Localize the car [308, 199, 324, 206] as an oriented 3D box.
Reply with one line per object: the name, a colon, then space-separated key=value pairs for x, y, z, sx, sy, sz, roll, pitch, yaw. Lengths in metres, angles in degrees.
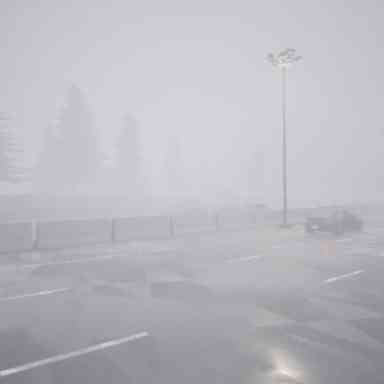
car: x=25.142 y=2.112 z=66.584 sx=1.994 sy=1.385 sz=4.181 roll=-1 pitch=-1 yaw=32

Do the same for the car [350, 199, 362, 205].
car: x=31.018 y=2.024 z=62.772 sx=2.033 sy=1.411 sz=5.357 roll=-1 pitch=-1 yaw=32

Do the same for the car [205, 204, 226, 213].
car: x=3.735 y=1.932 z=34.519 sx=4.181 sy=1.385 sz=1.994 roll=0 pitch=-1 yaw=-44

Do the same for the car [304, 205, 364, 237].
car: x=8.266 y=1.692 z=19.299 sx=4.674 sy=1.442 sz=1.812 roll=0 pitch=0 yaw=-42

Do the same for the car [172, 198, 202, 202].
car: x=-1.012 y=1.682 z=39.633 sx=5.566 sy=2.045 sz=2.150 roll=1 pitch=-1 yaw=-44

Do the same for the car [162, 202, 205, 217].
car: x=-0.498 y=2.006 z=35.307 sx=4.718 sy=1.301 sz=1.895 roll=0 pitch=-1 yaw=-43

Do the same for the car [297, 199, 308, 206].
car: x=23.930 y=2.192 z=71.393 sx=1.994 sy=1.385 sz=4.181 roll=-1 pitch=-1 yaw=30

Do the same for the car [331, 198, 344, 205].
car: x=28.920 y=2.050 z=66.089 sx=1.837 sy=1.490 sz=4.892 roll=-1 pitch=-1 yaw=32

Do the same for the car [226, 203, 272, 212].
car: x=5.784 y=1.828 z=31.628 sx=4.892 sy=1.490 sz=1.837 roll=1 pitch=-1 yaw=-44
